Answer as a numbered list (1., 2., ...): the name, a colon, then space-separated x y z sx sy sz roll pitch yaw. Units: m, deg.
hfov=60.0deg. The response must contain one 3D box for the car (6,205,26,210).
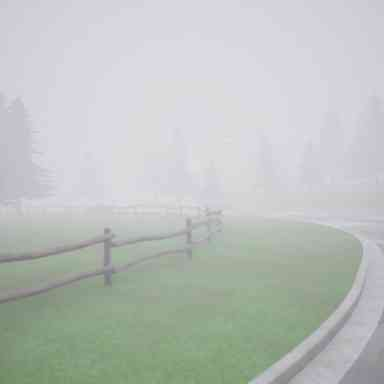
1. car: -37.412 2.952 68.685 5.357 1.411 2.033 -1 -1 28

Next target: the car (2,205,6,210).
1. car: -39.645 3.015 65.910 4.718 1.301 1.895 -1 -1 28

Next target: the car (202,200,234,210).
1. car: 3.957 1.986 50.773 5.008 1.535 1.882 -1 -2 30

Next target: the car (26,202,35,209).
1. car: -36.248 2.785 72.031 4.553 1.767 2.097 -1 -1 28

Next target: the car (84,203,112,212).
1. car: -13.618 2.342 48.140 4.181 1.385 1.994 -1 -1 28
